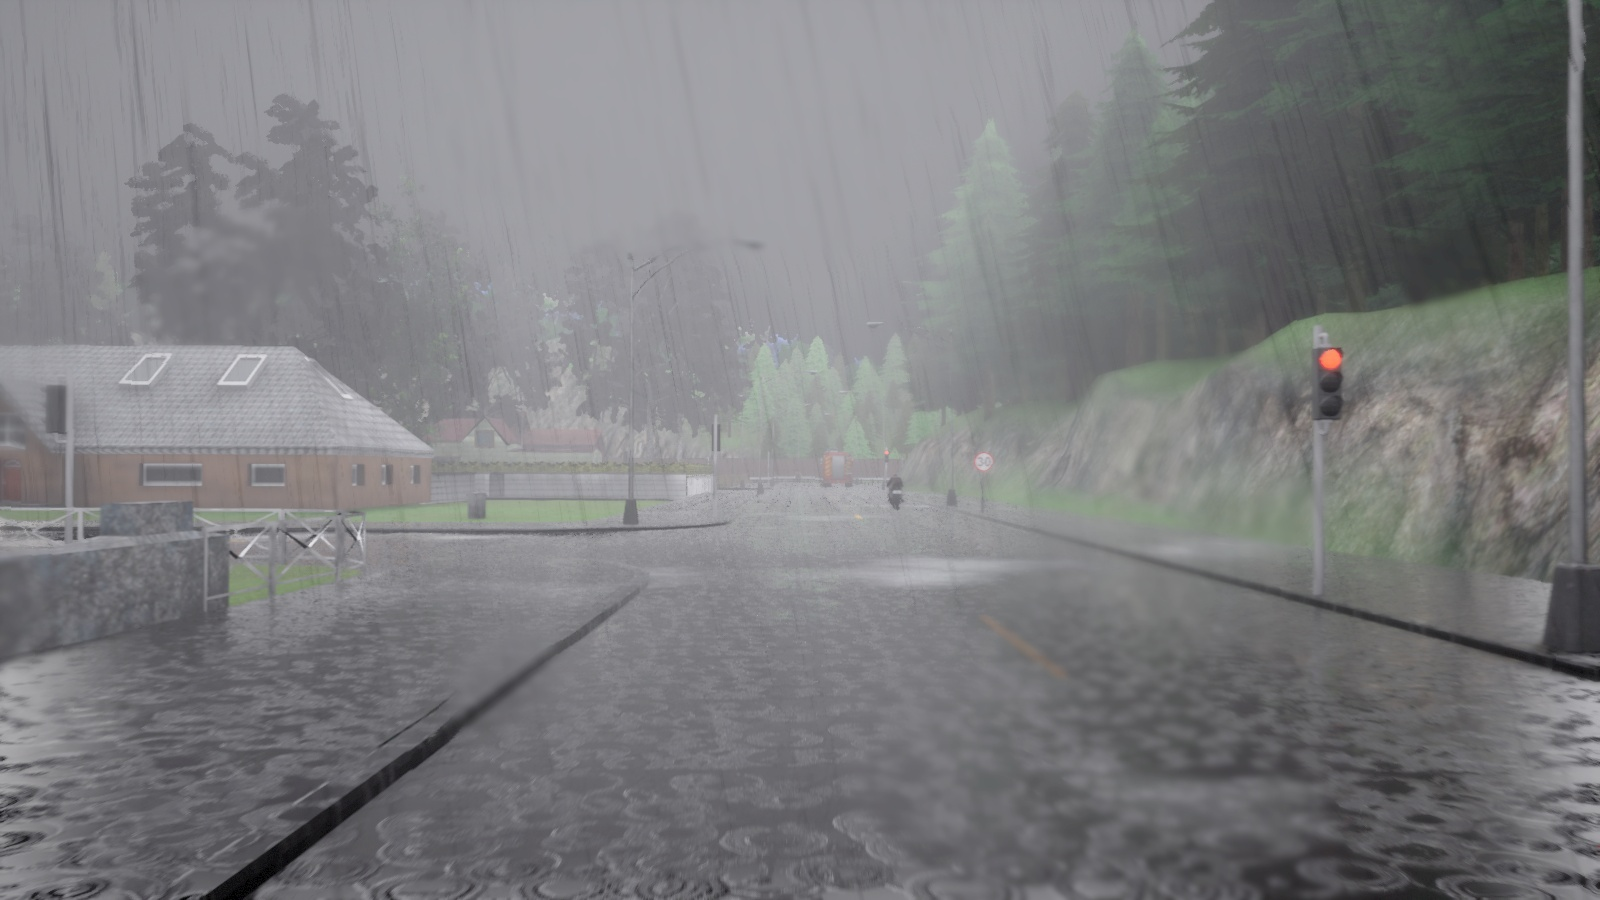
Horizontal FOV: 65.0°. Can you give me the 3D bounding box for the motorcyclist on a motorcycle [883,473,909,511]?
[{"bbox_3d":[3.960,1.702,51.908,0.866,1.530,2.191,0,-1,0],"label":"motorcyclist on a motorcycle"}]
